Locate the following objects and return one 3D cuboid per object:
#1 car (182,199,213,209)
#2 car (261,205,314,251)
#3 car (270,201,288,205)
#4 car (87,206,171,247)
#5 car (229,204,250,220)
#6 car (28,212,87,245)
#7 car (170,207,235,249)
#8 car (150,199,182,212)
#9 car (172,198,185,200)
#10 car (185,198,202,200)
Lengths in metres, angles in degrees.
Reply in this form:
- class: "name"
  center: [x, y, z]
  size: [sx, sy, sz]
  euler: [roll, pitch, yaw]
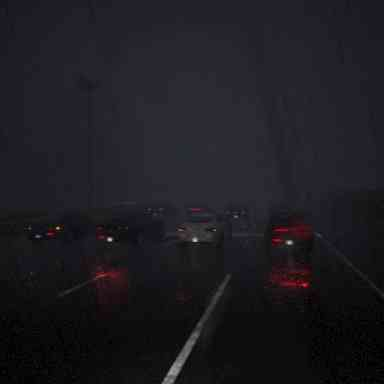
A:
- class: "car"
  center: [0.746, 1.687, 30.440]
  size: [2.128, 1.511, 4.902]
  euler: [-1, 0, 14]
- class: "car"
  center: [4.045, 1.540, 14.228]
  size: [1.837, 1.490, 4.892]
  euler: [-1, 0, 14]
- class: "car"
  center: [7.594, 1.554, 28.976]
  size: [1.882, 1.535, 5.008]
  euler: [-1, 0, 14]
- class: "car"
  center: [-2.760, 1.658, 15.862]
  size: [1.837, 1.490, 4.892]
  euler: [-1, 0, 14]
- class: "car"
  center: [4.103, 1.735, 29.439]
  size: [1.895, 1.301, 4.718]
  euler: [-1, 0, 14]
- class: "car"
  center: [-6.146, 1.736, 16.744]
  size: [1.812, 1.442, 4.674]
  euler: [-1, 0, 14]
- class: "car"
  center: [0.664, 1.618, 15.128]
  size: [1.812, 1.442, 4.674]
  euler: [-1, 0, 14]
- class: "car"
  center: [-2.657, 1.746, 31.259]
  size: [2.128, 1.511, 4.902]
  euler: [-1, 0, 14]
- class: "car"
  center: [-1.890, 2.054, 74.338]
  size: [1.812, 1.442, 4.674]
  euler: [-1, 0, 26]
- class: "car"
  center: [1.134, 2.011, 72.572]
  size: [2.033, 1.411, 5.357]
  euler: [-1, 0, 26]
